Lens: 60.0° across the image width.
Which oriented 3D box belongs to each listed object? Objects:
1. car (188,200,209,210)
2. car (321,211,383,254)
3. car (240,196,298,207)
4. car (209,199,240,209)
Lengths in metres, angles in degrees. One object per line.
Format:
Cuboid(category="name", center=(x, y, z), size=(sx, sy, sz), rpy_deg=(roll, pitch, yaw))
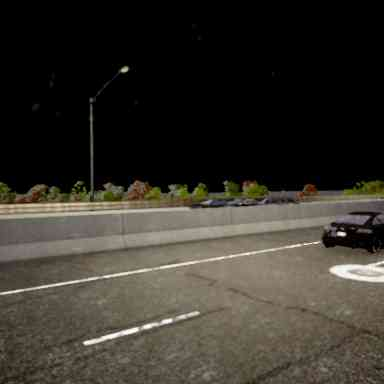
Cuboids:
Cuboid(category="car", center=(2.155, 1.375, 31.313), size=(5.357, 1.411, 2.033), rpy_deg=(-1, 0, -35))
Cuboid(category="car", center=(6.956, 1.450, 13.001), size=(4.181, 1.385, 1.994), rpy_deg=(-1, 0, -35))
Cuboid(category="car", center=(6.305, 1.178, 25.673), size=(4.553, 1.767, 2.097), rpy_deg=(-1, 0, -35))
Cuboid(category="car", center=(4.257, 1.318, 28.512), size=(4.902, 1.511, 2.128), rpy_deg=(-1, 0, -35))
